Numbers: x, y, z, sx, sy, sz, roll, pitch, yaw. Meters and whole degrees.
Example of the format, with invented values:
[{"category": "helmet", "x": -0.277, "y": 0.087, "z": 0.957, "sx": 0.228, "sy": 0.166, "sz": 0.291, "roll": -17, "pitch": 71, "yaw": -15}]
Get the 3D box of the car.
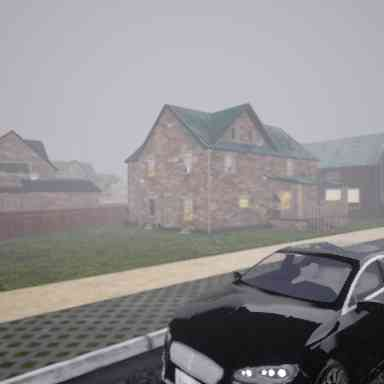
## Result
[{"category": "car", "x": 1.839, "y": 1.530, "z": 4.666, "sx": 4.902, "sy": 1.511, "sz": 2.128, "roll": 0, "pitch": -1, "yaw": -40}]
